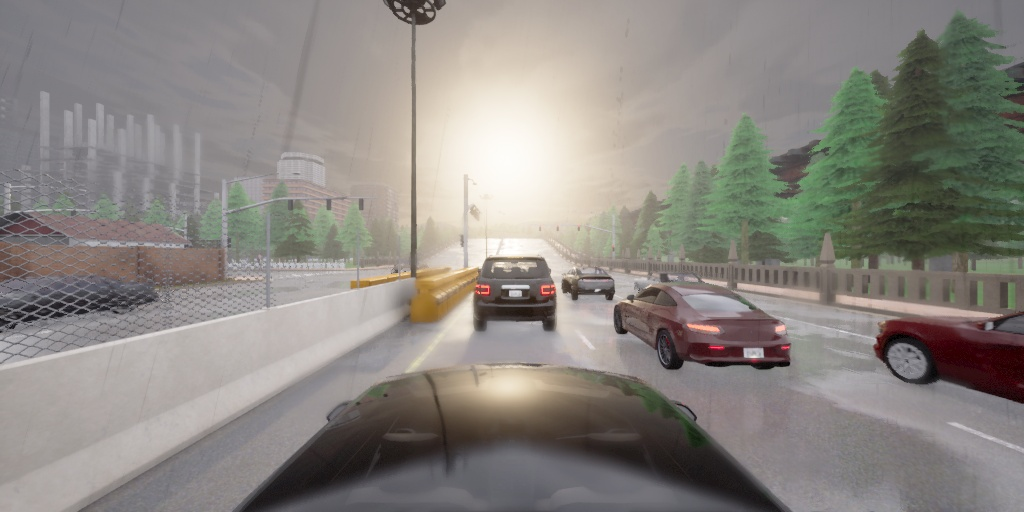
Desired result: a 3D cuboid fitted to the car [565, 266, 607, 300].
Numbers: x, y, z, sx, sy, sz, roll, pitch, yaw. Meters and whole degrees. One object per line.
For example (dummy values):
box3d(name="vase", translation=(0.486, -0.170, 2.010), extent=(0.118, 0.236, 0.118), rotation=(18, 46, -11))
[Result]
box3d(name="car", translation=(3.573, 1.242, 17.453), extent=(2.128, 1.511, 4.902), rotation=(0, 0, 0))

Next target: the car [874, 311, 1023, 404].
box3d(name="car", translation=(7.095, 1.228, 3.993), extent=(1.882, 1.535, 5.008), rotation=(0, 0, 0))

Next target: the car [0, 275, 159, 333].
box3d(name="car", translation=(-14.111, 1.297, 10.947), extent=(2.033, 1.411, 5.357), rotation=(0, 0, 0))

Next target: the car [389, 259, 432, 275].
box3d(name="car", translation=(-7.042, 0.905, 25.581), extent=(2.033, 1.411, 5.357), rotation=(0, 0, 0))

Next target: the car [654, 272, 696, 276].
box3d(name="car", translation=(7.074, 1.351, 16.083), extent=(1.895, 1.301, 4.718), rotation=(0, 0, 0))

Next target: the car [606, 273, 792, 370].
box3d(name="car", translation=(3.592, 1.276, 7.632), extent=(1.812, 1.442, 4.674), rotation=(0, 0, 0))

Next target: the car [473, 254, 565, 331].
box3d(name="car", translation=(0.081, 0.971, 11.072), extent=(2.150, 2.045, 5.566), rotation=(0, 0, 0))
